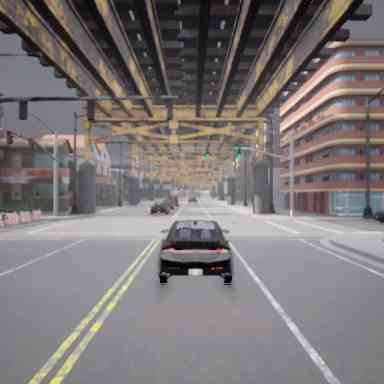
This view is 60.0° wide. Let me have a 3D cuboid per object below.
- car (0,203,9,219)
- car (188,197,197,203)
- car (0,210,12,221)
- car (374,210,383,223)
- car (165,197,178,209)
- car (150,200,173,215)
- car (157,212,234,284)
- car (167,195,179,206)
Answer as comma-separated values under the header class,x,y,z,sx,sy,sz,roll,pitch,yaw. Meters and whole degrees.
class,x,y,z,sx,sy,sz,roll,pitch,yaw
car,-16.766,1.461,25.588,4.536,1.218,1.853,0,0,-20
car,0.140,1.882,78.254,1.812,1.442,4.674,0,0,0
car,-16.718,1.619,25.605,4.974,1.542,2.038,0,0,-20
car,16.409,1.643,24.978,5.008,1.535,1.882,0,0,0
car,-3.510,1.861,47.964,2.033,1.411,5.357,0,0,0
car,-3.541,1.847,37.597,1.895,1.301,4.718,0,0,1
car,0.101,1.557,9.749,2.128,1.511,4.902,0,0,1
car,-3.470,1.588,58.659,2.150,2.045,5.566,0,0,1
